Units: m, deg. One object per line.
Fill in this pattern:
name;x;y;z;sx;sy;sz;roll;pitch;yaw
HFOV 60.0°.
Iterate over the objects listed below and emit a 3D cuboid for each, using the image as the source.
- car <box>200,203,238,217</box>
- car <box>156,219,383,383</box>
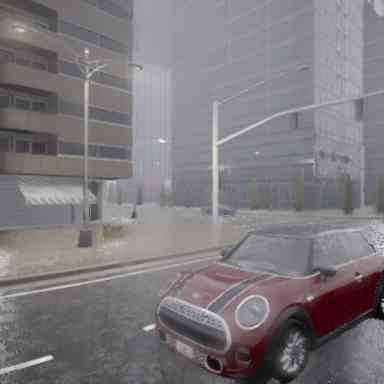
car;2.952;1.997;37.131;1.812;1.442;4.674;1;-1;-44
car;1.605;1.420;5.702;4.553;1.767;2.097;1;-1;-41
